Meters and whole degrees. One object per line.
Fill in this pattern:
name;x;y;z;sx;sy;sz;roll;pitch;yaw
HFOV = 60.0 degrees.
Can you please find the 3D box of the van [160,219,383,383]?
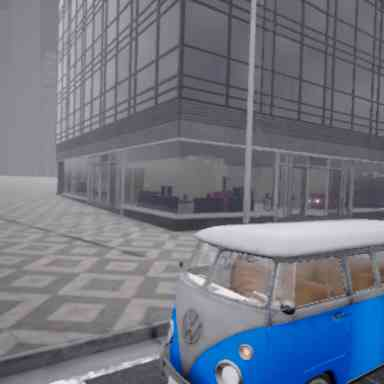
van;1.632;1.275;4.124;3.998;1.788;1.690;1;2;-33
